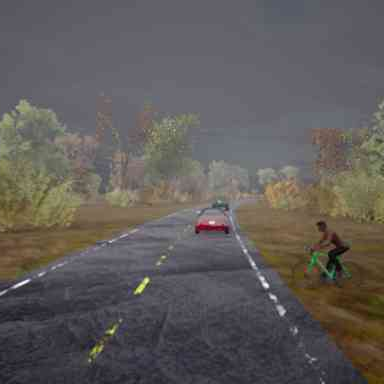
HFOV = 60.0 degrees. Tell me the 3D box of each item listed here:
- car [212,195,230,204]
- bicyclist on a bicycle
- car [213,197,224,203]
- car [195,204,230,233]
[{"bbox_3d":[3.857,1.425,44.319,2.150,2.045,5.566,0,0,8],"label":"car"},{"bbox_3d":[3.182,1.499,7.800,1.656,1.620,0.582,1,0,3],"label":"bicyclist on a bicycle"},{"bbox_3d":[5.898,1.766,74.362,1.994,1.385,4.181,0,0,12],"label":"car"},{"bbox_3d":[1.252,1.652,20.205,1.994,1.385,4.181,0,0,5],"label":"car"}]
